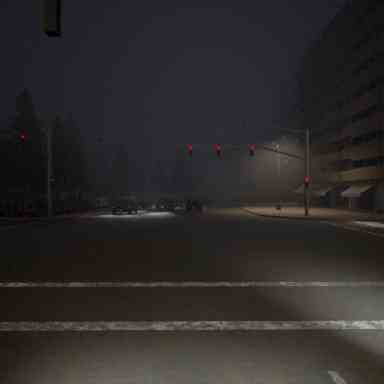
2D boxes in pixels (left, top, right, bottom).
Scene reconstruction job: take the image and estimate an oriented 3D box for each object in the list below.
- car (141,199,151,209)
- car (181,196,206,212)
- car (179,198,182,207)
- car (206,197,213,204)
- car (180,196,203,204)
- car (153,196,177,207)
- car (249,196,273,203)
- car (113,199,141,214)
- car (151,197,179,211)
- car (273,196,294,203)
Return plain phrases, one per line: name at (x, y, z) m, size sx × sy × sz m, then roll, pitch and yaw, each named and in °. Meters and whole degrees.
car at (-6.407, 1.601, 44.083) m, size 1.895 × 1.301 × 4.718 m, roll 0°, pitch 0°, yaw 6°
car at (0.232, 1.491, 39.150) m, size 2.128 × 1.511 × 4.902 m, roll 0°, pitch 0°, yaw 2°
car at (-1.902, 1.547, 50.317) m, size 2.033 × 1.411 × 5.357 m, roll 0°, pitch 0°, yaw 15°
car at (1.991, 1.601, 59.544) m, size 1.895 × 1.301 × 4.718 m, roll 0°, pitch 0°, yaw 31°
car at (-0.023, 1.491, 63.087) m, size 2.128 × 1.511 × 4.902 m, roll 0°, pitch 0°, yaw 32°
car at (-4.280, 1.491, 53.926) m, size 2.128 × 1.511 × 4.902 m, roll 0°, pitch 0°, yaw 20°
car at (13.786, 1.492, 68.029) m, size 4.902 × 1.511 × 2.128 m, roll 0°, pitch 0°, yaw -41°
car at (-6.952, 1.526, 35.004) m, size 1.812 × 1.442 × 4.674 m, roll 0°, pitch 0°, yaw 2°
car at (-3.217, 1.491, 40.587) m, size 2.128 × 1.511 × 4.902 m, roll 0°, pitch 0°, yaw 4°
car at (18.506, 1.478, 67.505) m, size 5.008 × 1.535 × 1.882 m, roll 0°, pitch 0°, yaw -33°
